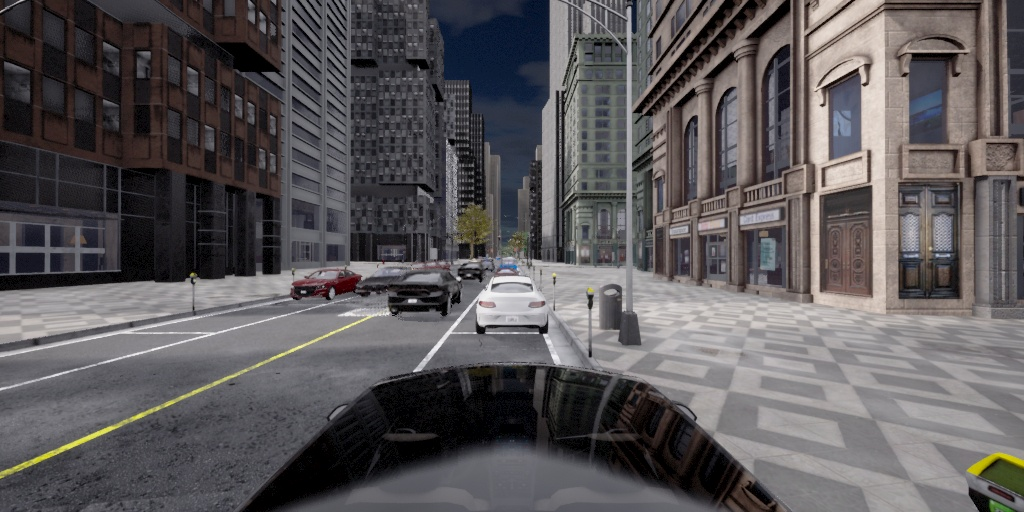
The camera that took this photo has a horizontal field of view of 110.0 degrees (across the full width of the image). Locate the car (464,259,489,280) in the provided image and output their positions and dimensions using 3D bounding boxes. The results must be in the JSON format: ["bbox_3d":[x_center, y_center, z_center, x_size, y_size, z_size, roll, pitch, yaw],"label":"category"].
[{"bbox_3d":[-3.147,1.230,28.595,1.882,1.535,5.008,0,0,0],"label":"car"}]

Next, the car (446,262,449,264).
[{"bbox_3d":[-8.925,1.301,45.205,1.888,1.381,4.507,0,0,0],"label":"car"}]

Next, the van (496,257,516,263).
[{"bbox_3d":[-0.371,1.094,34.137,1.690,1.789,3.998,0,0,0],"label":"van"}]

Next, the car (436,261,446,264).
[{"bbox_3d":[-8.923,1.299,39.680,1.888,1.381,4.507,0,0,0],"label":"car"}]

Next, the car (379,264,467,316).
[{"bbox_3d":[-3.049,1.229,13.450,1.882,1.535,5.008,0,0,0],"label":"car"}]

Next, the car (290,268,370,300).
[{"bbox_3d":[-8.919,1.296,17.578,1.888,1.381,4.507,0,0,0],"label":"car"}]

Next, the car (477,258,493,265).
[{"bbox_3d":[-3.048,1.303,44.669,2.033,1.411,5.357,0,0,0],"label":"car"}]

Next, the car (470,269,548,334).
[{"bbox_3d":[0.003,1.276,10.500,1.812,1.442,4.674,0,0,0],"label":"car"}]

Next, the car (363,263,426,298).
[{"bbox_3d":[-6.249,1.299,18.837,2.033,1.411,5.357,0,0,0],"label":"car"}]

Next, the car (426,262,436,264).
[{"bbox_3d":[-8.922,1.298,34.154,1.888,1.381,4.507,0,0,0],"label":"car"}]

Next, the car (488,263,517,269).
[{"bbox_3d":[-0.373,1.334,23.087,1.802,1.307,4.207,0,0,0],"label":"car"}]
